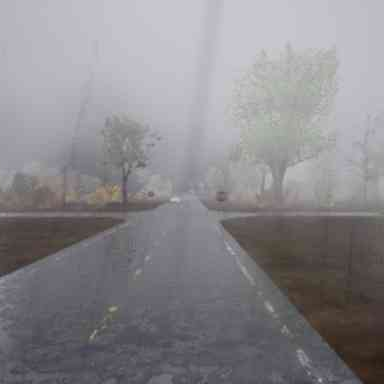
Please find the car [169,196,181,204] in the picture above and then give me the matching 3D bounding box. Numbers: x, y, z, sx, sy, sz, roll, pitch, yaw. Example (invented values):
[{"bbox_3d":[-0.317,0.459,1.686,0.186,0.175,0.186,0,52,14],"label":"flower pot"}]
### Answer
[{"bbox_3d":[-3.001,1.457,60.923,1.812,1.442,4.674,0,1,0],"label":"car"}]
